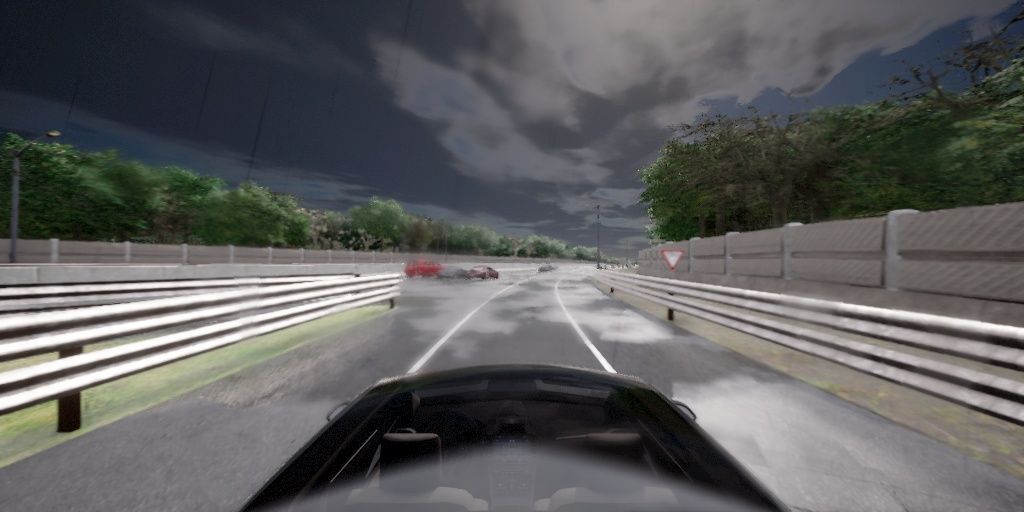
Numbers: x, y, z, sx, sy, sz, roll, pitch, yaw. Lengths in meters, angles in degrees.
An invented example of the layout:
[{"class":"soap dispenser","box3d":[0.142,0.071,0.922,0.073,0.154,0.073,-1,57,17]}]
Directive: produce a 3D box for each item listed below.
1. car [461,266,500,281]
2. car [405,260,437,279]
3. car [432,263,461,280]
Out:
[{"class":"car","box3d":[-2.839,1.733,36.134,1.812,1.442,4.674,0,-1,23]},{"class":"car","box3d":[-9.232,1.416,38.985,2.150,2.045,5.566,0,-1,23]},{"class":"car","box3d":[-6.040,1.765,37.546,1.994,1.385,4.181,0,-1,23]}]
